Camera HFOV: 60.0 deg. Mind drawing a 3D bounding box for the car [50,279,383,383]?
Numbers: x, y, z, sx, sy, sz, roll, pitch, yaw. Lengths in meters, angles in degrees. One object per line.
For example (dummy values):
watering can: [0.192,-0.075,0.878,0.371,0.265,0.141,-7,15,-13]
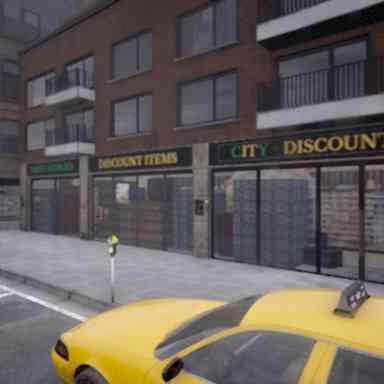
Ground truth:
car: [0.924,1.461,2.583,5.366,1.575,1.801,0,0,38]
